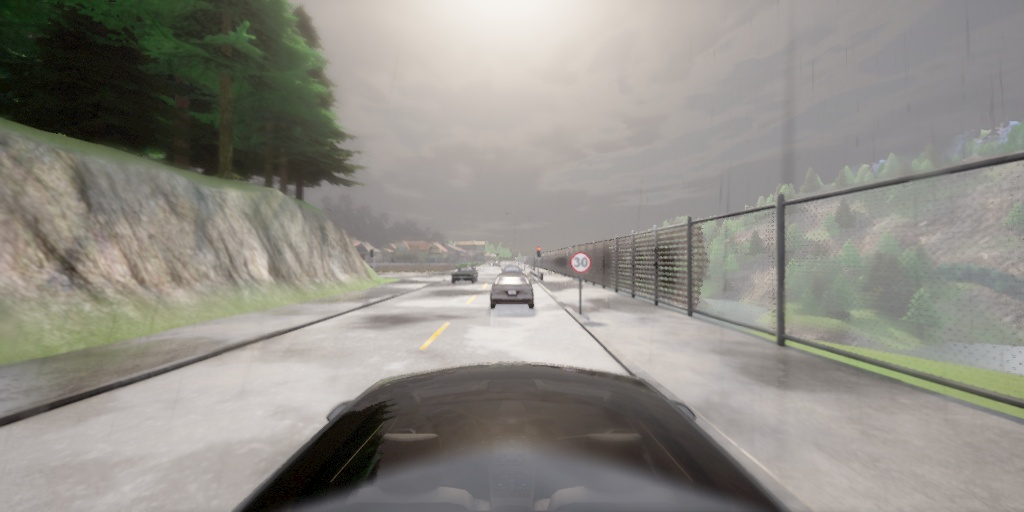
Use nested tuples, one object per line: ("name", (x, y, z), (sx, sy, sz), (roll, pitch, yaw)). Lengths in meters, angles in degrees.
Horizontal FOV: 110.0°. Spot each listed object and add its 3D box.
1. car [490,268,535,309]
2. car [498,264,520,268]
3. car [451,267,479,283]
("car", (0.003, 1.429, 15.836), (2.033, 1.411, 5.357), (0, -1, 0))
("car", (0.011, 1.550, 31.222), (1.812, 1.442, 4.674), (0, 0, 0))
("car", (-3.998, 1.621, 30.839), (1.895, 1.301, 4.718), (0, -1, 0))
